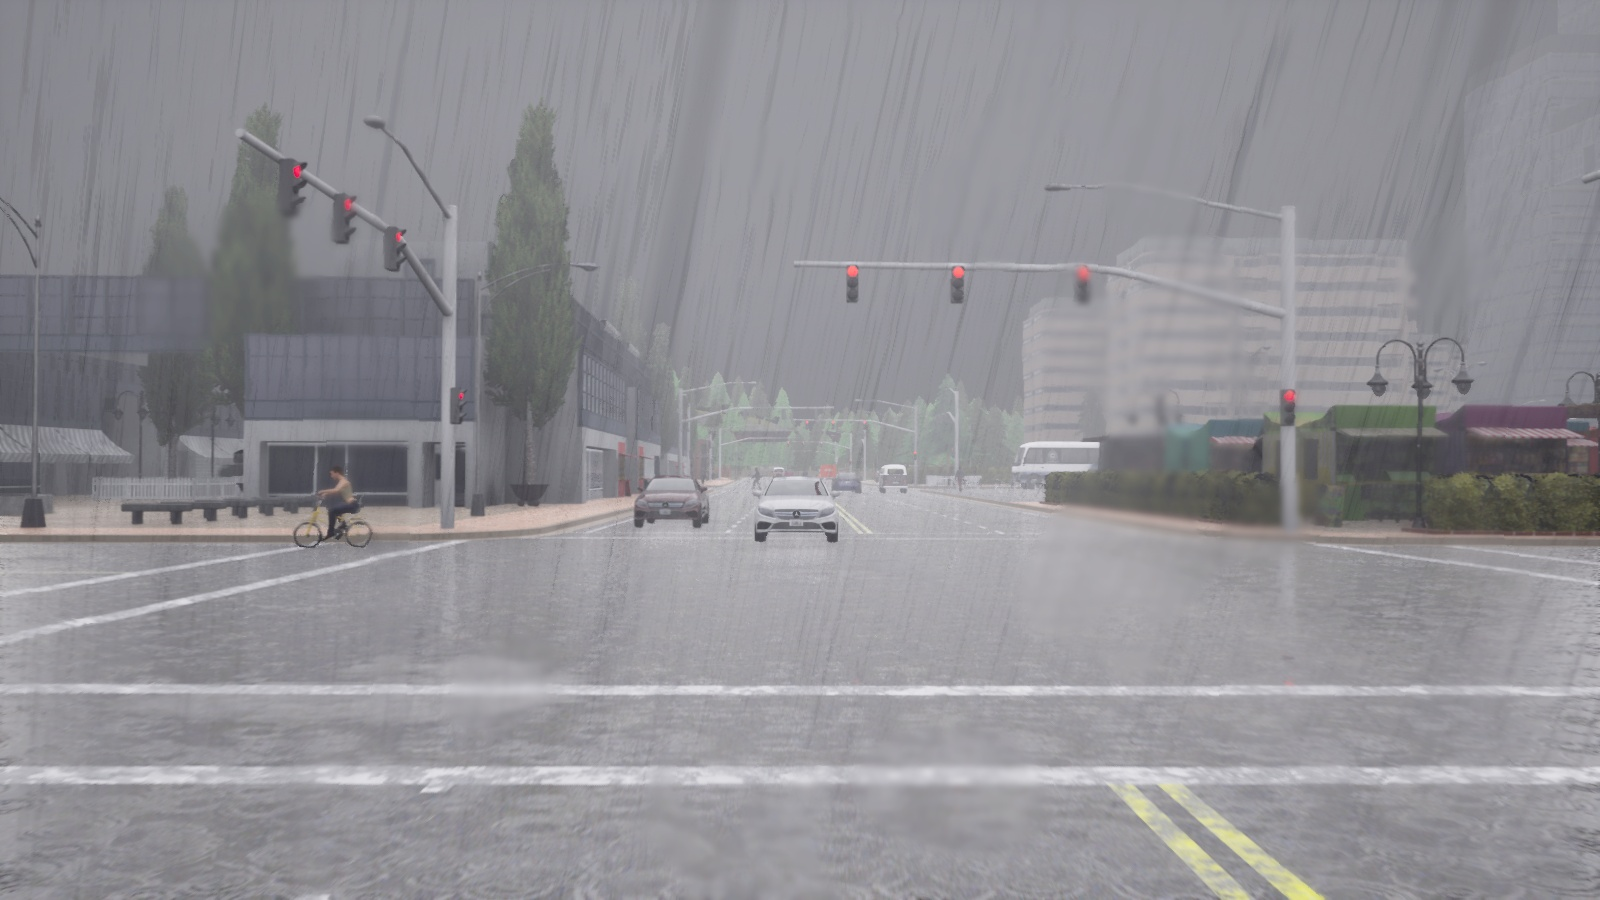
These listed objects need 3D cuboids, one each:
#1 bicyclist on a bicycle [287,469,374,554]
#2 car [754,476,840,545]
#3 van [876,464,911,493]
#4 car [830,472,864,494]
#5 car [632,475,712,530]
[{"bbox_3d":[-9.209,1.201,24.680,1.509,1.612,0.866,0,-3,-14],"label":"bicyclist on a bicycle"},{"bbox_3d":[-0.071,1.326,28.992,1.812,1.442,4.674,0,-1,0],"label":"car"},{"bbox_3d":[6.730,2.031,90.777,2.069,2.038,4.480,0,-1,-1],"label":"van"},{"bbox_3d":[3.265,2.276,88.097,2.163,1.488,4.792,0,-1,-1],"label":"car"},{"bbox_3d":[-3.588,1.456,35.933,1.812,1.442,4.674,0,-1,0],"label":"car"}]
